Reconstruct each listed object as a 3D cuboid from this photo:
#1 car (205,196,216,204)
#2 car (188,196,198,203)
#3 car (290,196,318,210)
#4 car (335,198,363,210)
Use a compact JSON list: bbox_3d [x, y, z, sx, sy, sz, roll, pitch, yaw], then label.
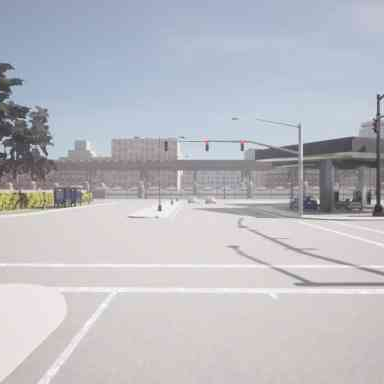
[{"bbox_3d":[3.588,1.525,64.386,1.812,1.442,4.674,0,0,0],"label":"car"},{"bbox_3d":[0.195,1.525,66.171,1.812,1.442,4.674,0,0,0],"label":"car"},{"bbox_3d":[13.265,1.295,39.698,2.242,1.667,4.611,0,0,0],"label":"car"},{"bbox_3d":[19.011,1.456,40.452,1.970,1.475,3.806,0,0,0],"label":"car"}]
